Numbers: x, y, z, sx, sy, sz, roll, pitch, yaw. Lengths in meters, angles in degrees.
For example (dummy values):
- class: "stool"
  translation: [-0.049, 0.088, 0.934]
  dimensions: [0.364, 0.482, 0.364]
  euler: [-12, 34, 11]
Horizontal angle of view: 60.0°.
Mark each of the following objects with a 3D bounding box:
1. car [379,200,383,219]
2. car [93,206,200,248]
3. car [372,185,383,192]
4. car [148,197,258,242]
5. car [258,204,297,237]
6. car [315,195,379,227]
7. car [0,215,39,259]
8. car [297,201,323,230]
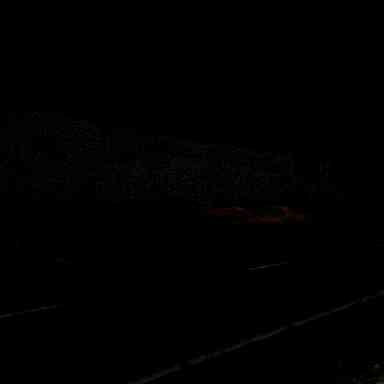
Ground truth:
- class: "car"
  translation: [14.714, 1.431, 27.054]
  dimensions: [4.553, 1.767, 2.185]
  euler: [-1, -1, 34]
- class: "car"
  translation: [-2.366, 1.522, 14.838]
  dimensions: [4.792, 1.488, 2.163]
  euler: [-1, -1, 34]
- class: "car"
  translation: [47.152, -0.538, 82.813]
  dimensions: [2.231, 1.521, 4.892]
  euler: [7, 3, 35]
- class: "car"
  translation: [0.073, 1.244, 16.590]
  dimensions: [5.566, 2.045, 2.435]
  euler: [-1, -1, 34]
- class: "car"
  translation: [2.644, 1.494, 18.241]
  dimensions: [5.366, 1.575, 1.946]
  euler: [-1, -1, 34]
- class: "car"
  translation: [9.780, 1.275, 23.594]
  dimensions: [5.566, 2.045, 2.435]
  euler: [-1, -1, 34]
- class: "car"
  translation: [-7.271, 1.491, 11.352]
  dimensions: [5.008, 1.535, 2.097]
  euler: [-1, -1, 34]
- class: "car"
  translation: [4.773, 1.506, 20.191]
  dimensions: [5.366, 1.575, 1.946]
  euler: [-1, -1, 34]
